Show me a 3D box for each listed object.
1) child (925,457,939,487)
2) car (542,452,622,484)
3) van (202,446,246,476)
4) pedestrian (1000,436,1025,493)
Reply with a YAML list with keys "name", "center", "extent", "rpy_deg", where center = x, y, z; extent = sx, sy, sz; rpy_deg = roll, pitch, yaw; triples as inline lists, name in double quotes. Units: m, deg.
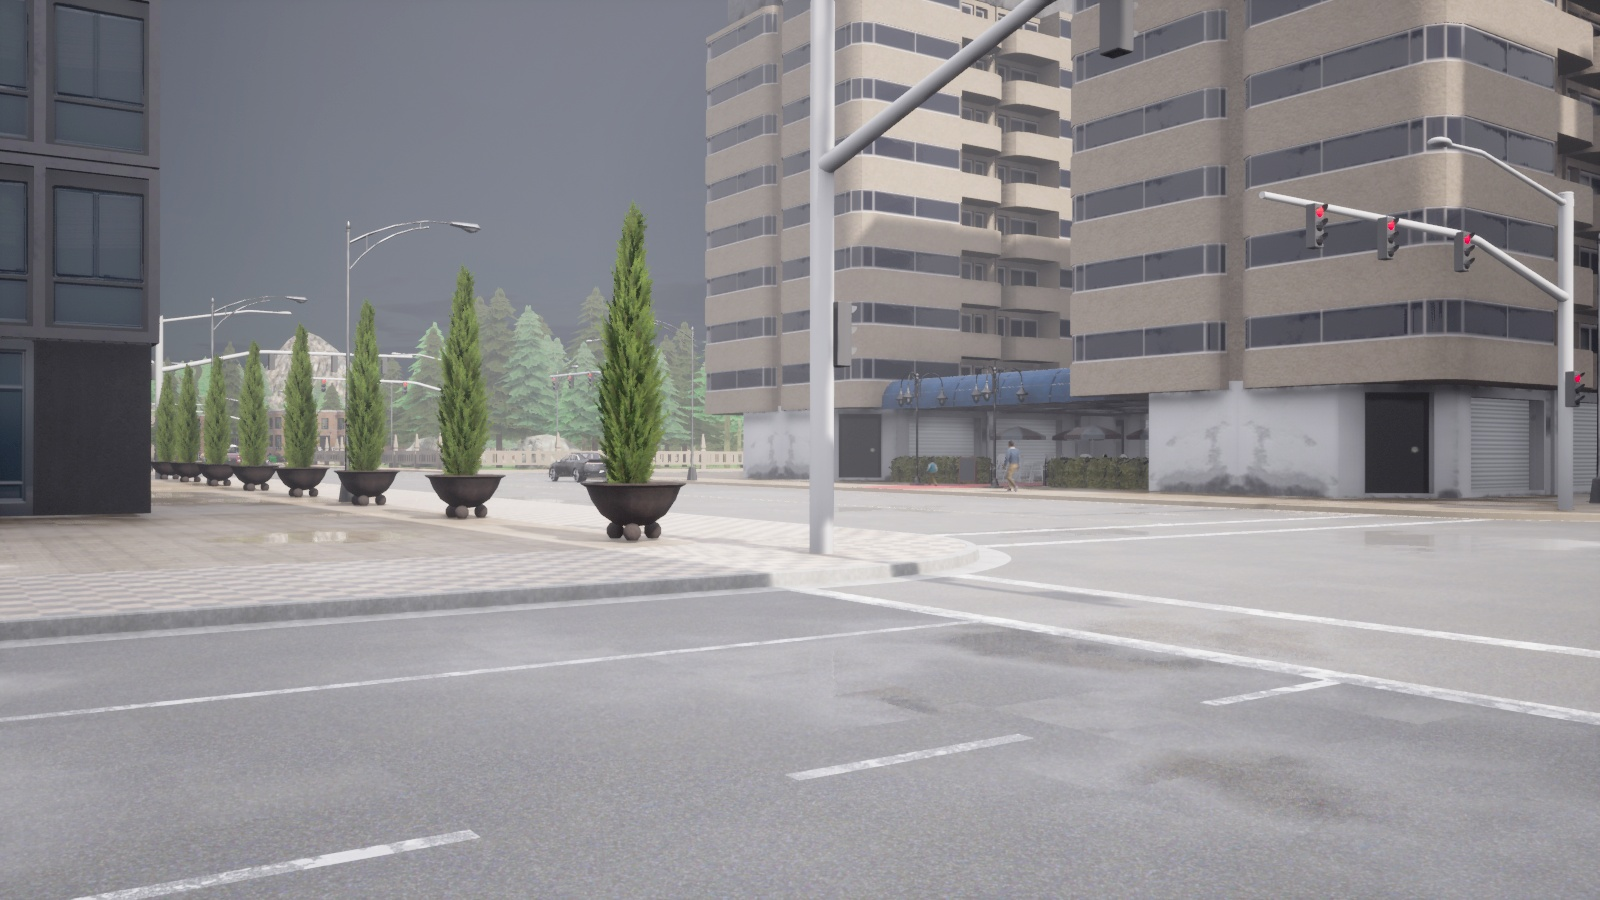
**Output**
- name: "child"
  center: [5.288, 0.859, 50.193]
  extent: [0.343, 1.192, 0.448]
  rpy_deg: [0, 0, -34]
- name: "car"
  center: [-11.100, 0.880, 63.618]
  extent: [2.128, 1.511, 4.902]
  rpy_deg: [0, 0, -34]
- name: "van"
  center: [-40.309, 0.769, 87.841]
  extent: [2.069, 2.038, 4.480]
  rpy_deg: [0, 0, -34]
- name: "pedestrian"
  center: [7.276, 0.493, 42.974]
  extent: [0.423, 1.949, 0.788]
  rpy_deg: [0, 0, -36]
